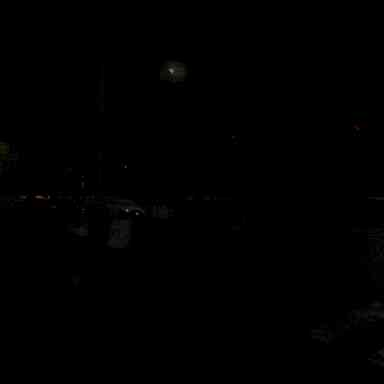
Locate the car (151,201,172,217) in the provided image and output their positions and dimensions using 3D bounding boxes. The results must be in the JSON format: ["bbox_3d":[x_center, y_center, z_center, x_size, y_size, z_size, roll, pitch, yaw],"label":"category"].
[{"bbox_3d":[-3.673,1.483,29.661,1.895,1.301,4.718,2,-1,-35],"label":"car"}]

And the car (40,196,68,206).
[{"bbox_3d":[-18.978,1.224,45.738,1.994,1.385,4.181,2,-1,-35],"label":"car"}]

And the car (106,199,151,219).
[{"bbox_3d":[-5.370,1.331,26.408,1.812,1.442,4.674,2,-1,-35],"label":"car"}]

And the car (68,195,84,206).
[{"bbox_3d":[-17.359,1.248,49.106,1.837,1.490,4.892,2,-1,-35],"label":"car"}]
